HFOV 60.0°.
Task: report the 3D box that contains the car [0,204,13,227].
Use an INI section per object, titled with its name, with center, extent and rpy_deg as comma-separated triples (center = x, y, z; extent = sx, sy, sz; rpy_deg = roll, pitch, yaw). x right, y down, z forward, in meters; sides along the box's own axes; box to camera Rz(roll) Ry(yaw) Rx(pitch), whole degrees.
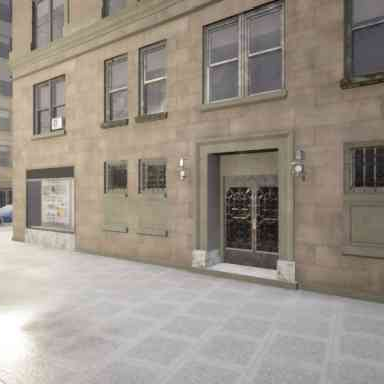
[car]
center = -11.905, 1.512, 23.049
extent = 2.033, 1.411, 5.357
rpy_deg = 0, 0, 39
